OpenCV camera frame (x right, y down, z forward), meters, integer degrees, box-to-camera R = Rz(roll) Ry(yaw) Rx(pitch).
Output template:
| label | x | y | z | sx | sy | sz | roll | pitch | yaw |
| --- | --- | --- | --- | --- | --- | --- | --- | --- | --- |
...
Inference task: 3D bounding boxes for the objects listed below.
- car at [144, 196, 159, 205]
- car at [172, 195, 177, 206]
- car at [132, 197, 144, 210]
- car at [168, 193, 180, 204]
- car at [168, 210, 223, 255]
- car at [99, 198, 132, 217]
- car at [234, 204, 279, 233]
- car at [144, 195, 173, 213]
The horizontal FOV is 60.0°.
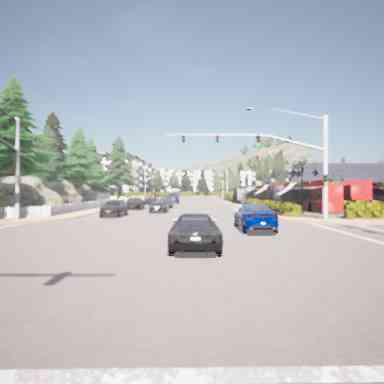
| label | x | y | z | sx | sy | sz | roll | pitch | yaw |
| --- | --- | --- | --- | --- | --- | --- | --- | --- | --- |
| car | -6.992 | 1.486 | 57.549 | 1.994 | 1.385 | 4.181 | 0 | 0 | 1 |
| car | -3.532 | 1.485 | 45.811 | 2.033 | 1.411 | 5.357 | 0 | 0 | 0 |
| car | -7.054 | 1.423 | 41.219 | 1.882 | 1.535 | 5.008 | 0 | 0 | 0 |
| car | -3.455 | 1.139 | 61.693 | 2.150 | 2.045 | 5.566 | 0 | 0 | 0 |
| car | 0.113 | 1.538 | 13.161 | 1.994 | 1.385 | 4.181 | 0 | 0 | 0 |
| car | -7.069 | 1.465 | 30.396 | 1.837 | 1.490 | 4.892 | 0 | 0 | 0 |
| car | 3.615 | 1.431 | 19.344 | 1.882 | 1.535 | 5.008 | 0 | 0 | 0 |
| car | -3.553 | 1.443 | 36.059 | 2.128 | 1.511 | 4.902 | 0 | 0 | 0 |
